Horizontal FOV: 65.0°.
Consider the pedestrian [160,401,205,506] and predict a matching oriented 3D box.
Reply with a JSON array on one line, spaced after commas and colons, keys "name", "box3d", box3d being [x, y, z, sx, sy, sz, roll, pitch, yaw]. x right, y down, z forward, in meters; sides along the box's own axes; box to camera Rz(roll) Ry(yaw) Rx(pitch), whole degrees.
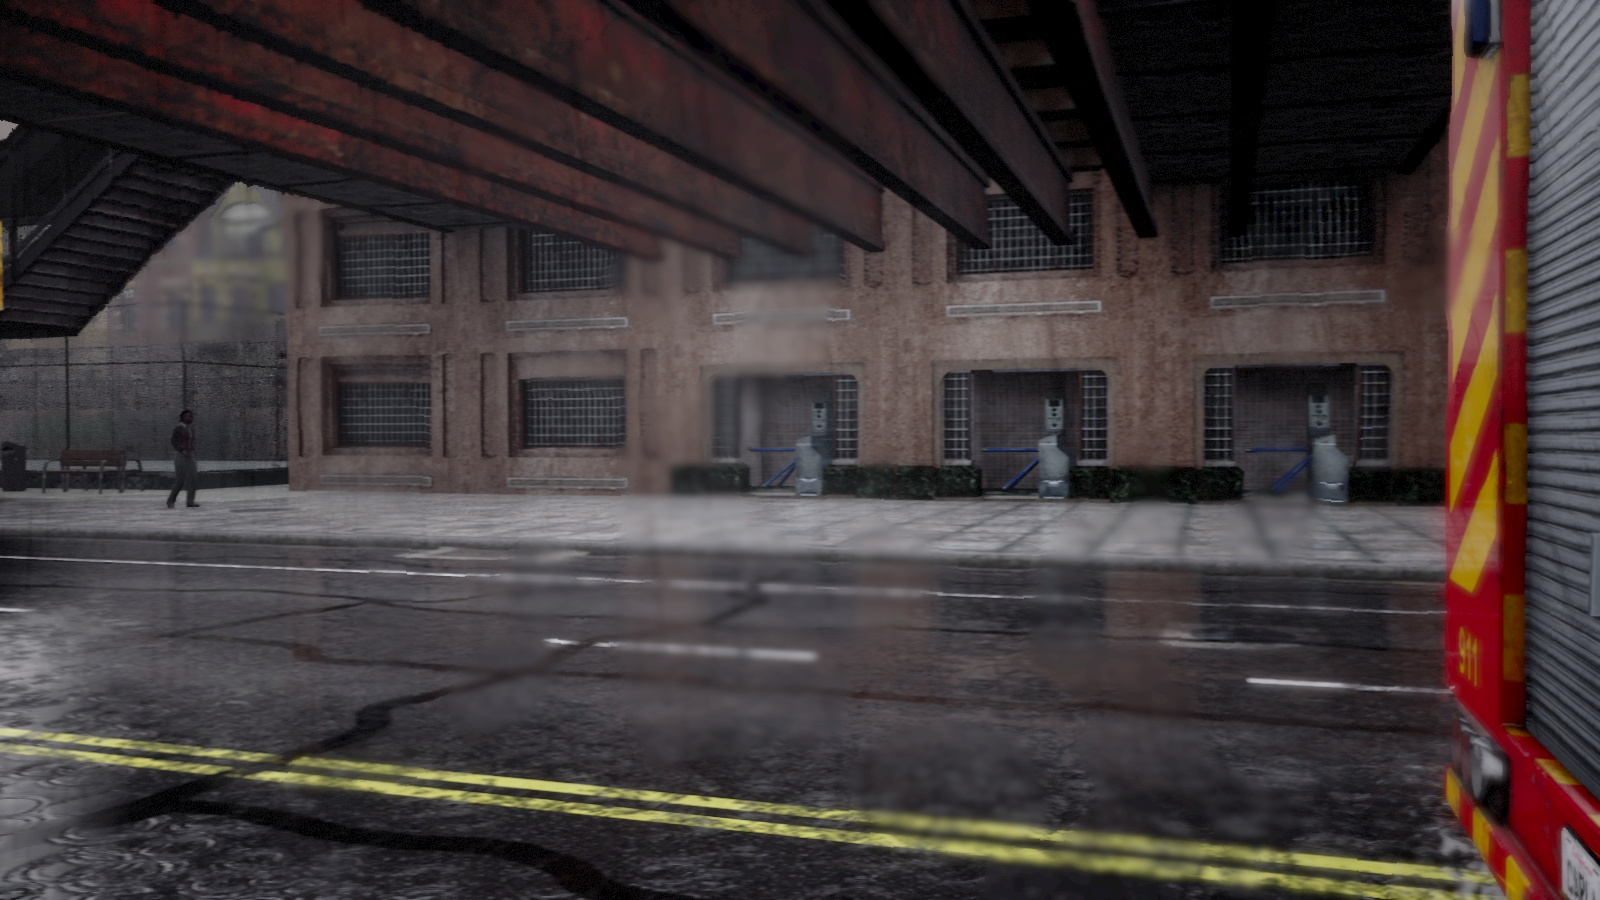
[{"name": "pedestrian", "box3d": [-11.496, 0.066, 23.396, 0.666, 1.930, 0.402, 1, 1, 21]}]

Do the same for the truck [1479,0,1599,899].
[{"name": "truck", "box3d": [5.727, -0.337, 1.256, 8.468, 3.827, 2.891, 1, 1, 19]}]
